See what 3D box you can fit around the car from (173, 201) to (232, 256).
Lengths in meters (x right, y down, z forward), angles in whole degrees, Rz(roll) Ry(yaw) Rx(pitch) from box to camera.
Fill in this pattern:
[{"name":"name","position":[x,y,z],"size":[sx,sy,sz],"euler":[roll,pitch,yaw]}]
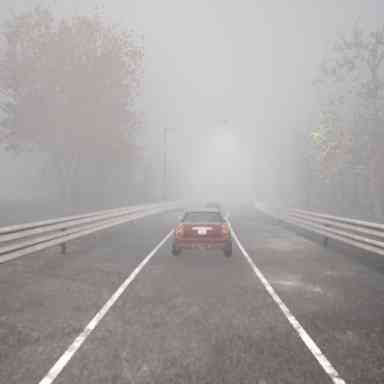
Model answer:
[{"name":"car","position":[0.448,1.429,13.750],"size":[2.097,1.767,4.553],"euler":[0,0,2]}]
